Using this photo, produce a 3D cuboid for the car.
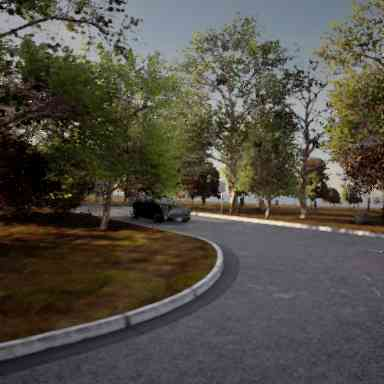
[{"bbox_3d":[-1.995,0.961,20.838,2.097,1.767,4.553,1,0,-36],"label":"car"}]
